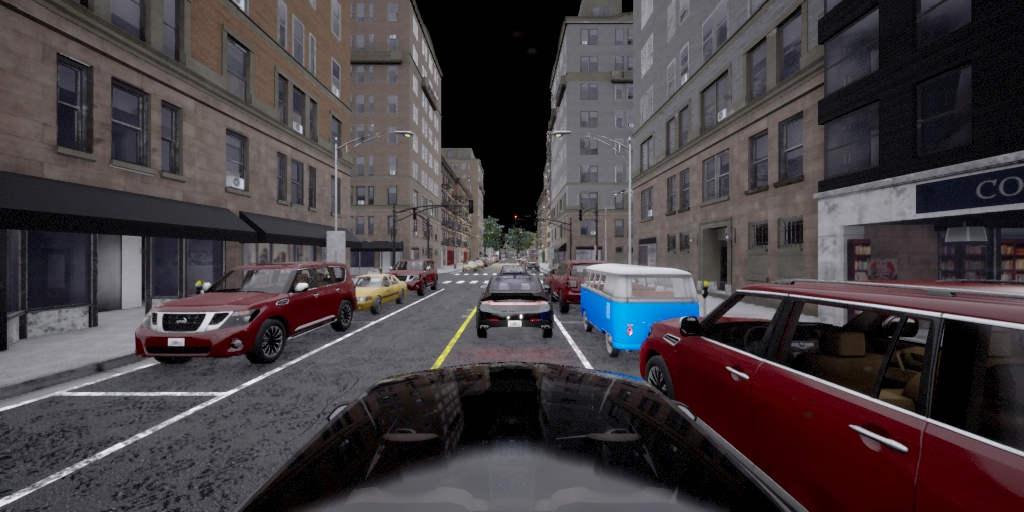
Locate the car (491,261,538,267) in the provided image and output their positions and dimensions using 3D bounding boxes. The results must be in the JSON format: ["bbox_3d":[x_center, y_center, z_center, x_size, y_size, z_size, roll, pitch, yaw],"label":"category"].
[{"bbox_3d":[0.082,1.240,20.191,2.128,1.511,4.902,0,0,-1],"label":"car"}]

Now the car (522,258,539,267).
[{"bbox_3d":[2.670,1.297,46.633,2.007,1.370,4.403,0,0,0],"label":"car"}]

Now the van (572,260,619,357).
[{"bbox_3d":[2.642,1.091,8.266,1.690,1.789,3.998,0,0,0],"label":"van"}]

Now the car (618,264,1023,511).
[{"bbox_3d":[2.638,1.065,2.587,2.192,1.841,5.009,0,0,0],"label":"car"}]

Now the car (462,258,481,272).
[{"bbox_3d":[-5.383,1.272,46.468,1.751,1.417,4.829,0,0,0],"label":"car"}]

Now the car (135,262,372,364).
[{"bbox_3d":[-5.394,1.064,8.274,2.192,1.841,5.009,0,0,0],"label":"car"}]

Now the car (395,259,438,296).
[{"bbox_3d":[-5.388,1.063,19.631,2.192,1.841,5.009,0,0,0],"label":"car"}]

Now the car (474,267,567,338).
[{"bbox_3d":[0.079,1.241,10.140,2.128,1.511,4.902,0,0,0],"label":"car"}]

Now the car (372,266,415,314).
[{"bbox_3d":[-5.391,1.275,13.782,1.751,1.417,4.829,0,0,0],"label":"car"}]

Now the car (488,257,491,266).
[{"bbox_3d":[-5.365,1.061,63.084,2.192,1.841,5.009,0,0,0],"label":"car"}]

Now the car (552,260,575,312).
[{"bbox_3d":[2.646,1.064,13.945,2.192,1.841,5.009,0,0,0],"label":"car"}]

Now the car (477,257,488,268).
[{"bbox_3d":[-5.371,1.272,57.432,1.751,1.417,4.829,0,0,0],"label":"car"}]
